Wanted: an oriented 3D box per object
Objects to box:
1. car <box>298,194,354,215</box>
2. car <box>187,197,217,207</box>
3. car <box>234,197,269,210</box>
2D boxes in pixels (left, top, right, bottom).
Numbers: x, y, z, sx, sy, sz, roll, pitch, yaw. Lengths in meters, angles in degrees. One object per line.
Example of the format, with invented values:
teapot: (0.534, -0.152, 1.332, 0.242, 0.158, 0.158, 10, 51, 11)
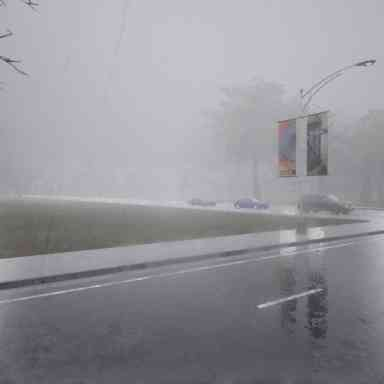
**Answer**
car: (13.524, 1.224, 34.007, 2.150, 2.045, 5.566, 0, 0, -36)
car: (1.424, 1.483, 50.583, 2.033, 1.411, 5.357, 0, 0, -36)
car: (7.510, 1.444, 42.239, 1.882, 1.535, 5.008, 0, 0, -36)
